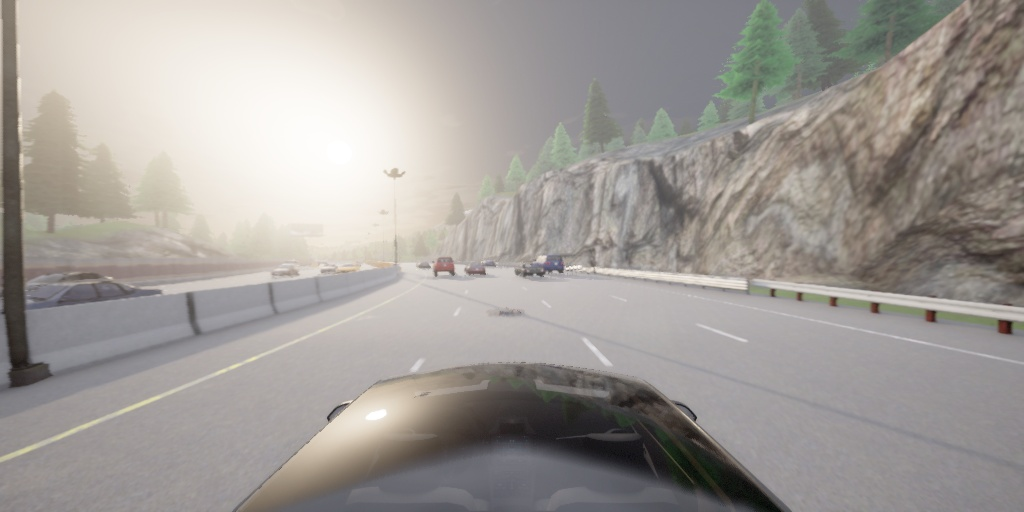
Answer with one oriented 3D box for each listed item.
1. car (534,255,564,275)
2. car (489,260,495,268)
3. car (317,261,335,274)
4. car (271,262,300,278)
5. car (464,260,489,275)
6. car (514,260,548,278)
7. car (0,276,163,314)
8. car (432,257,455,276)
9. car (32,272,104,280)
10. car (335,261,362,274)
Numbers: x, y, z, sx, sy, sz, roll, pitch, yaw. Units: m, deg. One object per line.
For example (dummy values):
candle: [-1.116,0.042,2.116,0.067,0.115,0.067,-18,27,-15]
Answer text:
car: [3.763,0.908,38.330,2.150,2.045,5.566,0,0,-13]
car: [-4.491,1.364,64.944,1.812,1.442,4.674,-1,0,-23]
car: [-25.324,1.756,50.067,2.033,1.411,5.357,-1,0,-18]
car: [-26.488,1.754,42.047,1.812,1.442,4.674,-1,0,-16]
car: [-4.175,1.393,40.128,1.994,1.385,4.181,-1,0,-14]
car: [1.516,1.327,33.206,1.895,1.301,4.718,-1,0,-12]
car: [-14.346,1.555,11.626,2.033,1.411,5.357,-1,0,-3]
car: [-7.734,1.114,40.588,2.150,2.045,5.566,-1,0,-14]
car: [-25.670,1.715,20.490,1.837,1.490,4.892,-1,0,-7]
car: [-19.611,1.583,43.464,1.882,1.535,5.008,-1,0,-15]
